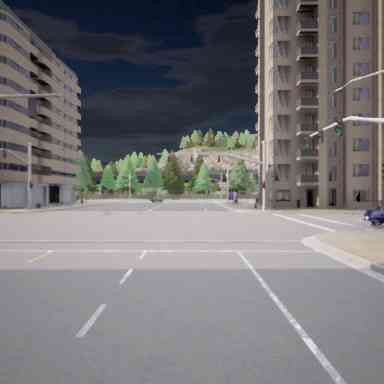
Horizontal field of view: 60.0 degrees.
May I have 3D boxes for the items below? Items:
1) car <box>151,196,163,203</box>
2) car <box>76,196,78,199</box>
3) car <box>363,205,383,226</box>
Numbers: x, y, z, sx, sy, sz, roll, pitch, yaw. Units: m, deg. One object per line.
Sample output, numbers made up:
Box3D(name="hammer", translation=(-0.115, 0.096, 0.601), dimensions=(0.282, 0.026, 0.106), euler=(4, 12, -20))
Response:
Box3D(name="car", translation=(-7.011, 1.588, 67.065), dimensions=(1.994, 1.385, 4.181), euler=(0, 0, 0))
Box3D(name="car", translation=(-32.795, 1.388, 88.201), dimensions=(4.674, 1.442, 1.812), euler=(0, 0, 1))
Box3D(name="car", translation=(13.314, 1.459, 20.934), dimensions=(4.674, 1.442, 1.812), euler=(0, 0, 1))
